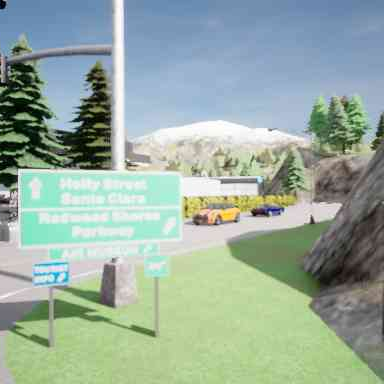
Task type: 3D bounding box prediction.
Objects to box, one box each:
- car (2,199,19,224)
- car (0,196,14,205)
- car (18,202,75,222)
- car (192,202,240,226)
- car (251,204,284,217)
[{"bbox_3d":[-12.004,1.666,25.747,1.905,1.878,3.866,0,0,35],"label":"car"},{"bbox_3d":[-38.274,1.960,69.648,4.514,1.523,2.007,0,0,35],"label":"car"},{"bbox_3d":[-14.114,1.871,32.559,2.242,1.667,4.611,0,0,35],"label":"car"},{"bbox_3d":[1.980,1.633,26.419,2.097,1.767,4.553,0,0,36],"label":"car"},{"bbox_3d":[7.882,1.881,34.548,1.895,1.301,4.718,0,0,36],"label":"car"}]
